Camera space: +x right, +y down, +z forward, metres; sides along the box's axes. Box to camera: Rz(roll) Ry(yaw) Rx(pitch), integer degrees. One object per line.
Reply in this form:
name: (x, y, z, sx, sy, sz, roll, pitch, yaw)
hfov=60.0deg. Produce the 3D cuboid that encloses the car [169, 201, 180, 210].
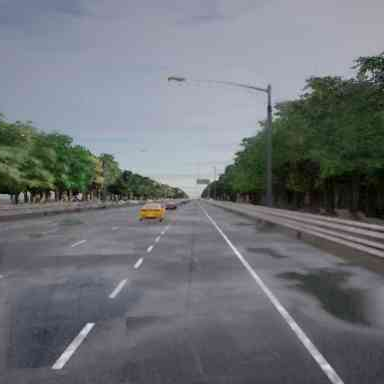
car: (-3.359, 2.253, 54.394, 1.812, 1.442, 4.674, 0, -1, 0)

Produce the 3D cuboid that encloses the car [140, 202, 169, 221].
car: (-3.462, 1.783, 30.115, 1.882, 1.535, 5.008, 0, -1, 0)

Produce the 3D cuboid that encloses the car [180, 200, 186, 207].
car: (-3.204, 2.722, 77.560, 2.033, 1.411, 5.357, 0, -1, 0)
